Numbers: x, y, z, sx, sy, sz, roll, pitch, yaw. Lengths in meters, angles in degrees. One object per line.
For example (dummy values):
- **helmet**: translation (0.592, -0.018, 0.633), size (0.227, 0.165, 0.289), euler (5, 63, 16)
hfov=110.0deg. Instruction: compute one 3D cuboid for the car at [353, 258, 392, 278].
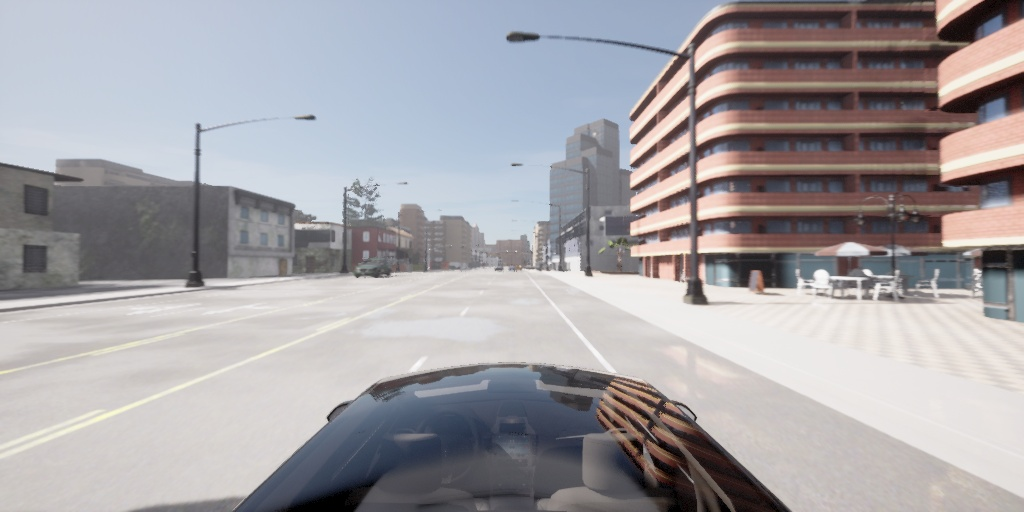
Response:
- **car**: translation (-13.991, 1.257, 36.392), size (2.150, 2.045, 5.566), euler (0, 1, 0)
